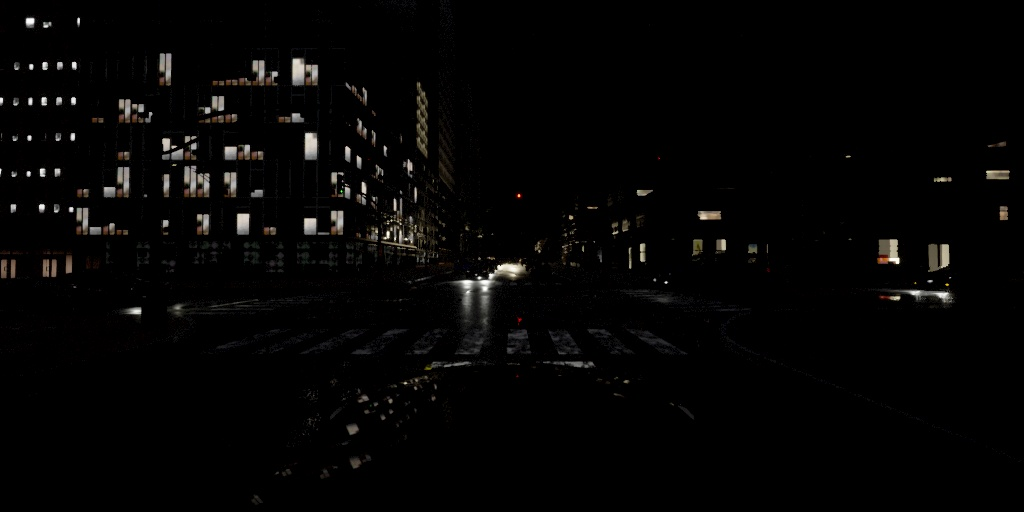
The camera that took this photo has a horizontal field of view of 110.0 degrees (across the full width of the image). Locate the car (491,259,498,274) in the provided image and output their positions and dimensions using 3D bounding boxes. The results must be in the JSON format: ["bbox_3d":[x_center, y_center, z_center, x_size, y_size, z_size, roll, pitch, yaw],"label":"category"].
[{"bbox_3d":[-3.025,1.319,42.036,1.994,1.385,4.181,0,0,0],"label":"car"}]

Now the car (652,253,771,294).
[{"bbox_3d":[10.388,0.894,18.900,5.566,2.045,2.150,-1,-1,4],"label":"car"}]

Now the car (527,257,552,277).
[{"bbox_3d":[2.751,1.194,34.988,1.967,1.591,4.097,0,0,0],"label":"car"}]

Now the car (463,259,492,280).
[{"bbox_3d":[-3.019,1.280,32.087,1.812,1.442,4.674,0,0,-1],"label":"car"}]

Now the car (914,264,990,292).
[{"bbox_3d":[23.609,1.107,18.518,4.181,1.385,1.994,0,-1,1],"label":"car"}]

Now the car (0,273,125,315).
[{"bbox_3d":[-17.399,1.412,13.186,4.207,1.307,1.802,0,0,1],"label":"car"}]

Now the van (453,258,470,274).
[{"bbox_3d":[-5.619,1.096,40.639,1.690,1.789,3.998,0,0,0],"label":"van"}]

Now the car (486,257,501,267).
[{"bbox_3d":[-3.005,1.302,52.315,2.033,1.411,5.357,0,0,0],"label":"car"}]

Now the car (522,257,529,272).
[{"bbox_3d":[2.772,1.070,46.336,2.192,1.841,5.009,0,0,0],"label":"car"}]

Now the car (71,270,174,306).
[{"bbox_3d":[-17.868,1.359,15.798,5.008,1.535,1.882,-1,-1,1],"label":"car"}]

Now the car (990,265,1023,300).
[{"bbox_3d":[20.709,0.994,12.751,4.829,1.417,1.751,0,0,1],"label":"car"}]
